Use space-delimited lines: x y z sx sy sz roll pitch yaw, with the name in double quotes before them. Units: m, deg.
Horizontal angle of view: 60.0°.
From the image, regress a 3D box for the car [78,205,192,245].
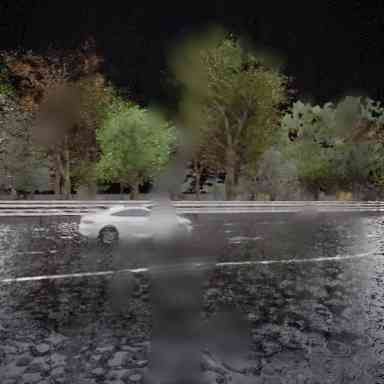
"car" -2.290 1.293 13.884 4.674 1.442 1.812 1 0 -22
